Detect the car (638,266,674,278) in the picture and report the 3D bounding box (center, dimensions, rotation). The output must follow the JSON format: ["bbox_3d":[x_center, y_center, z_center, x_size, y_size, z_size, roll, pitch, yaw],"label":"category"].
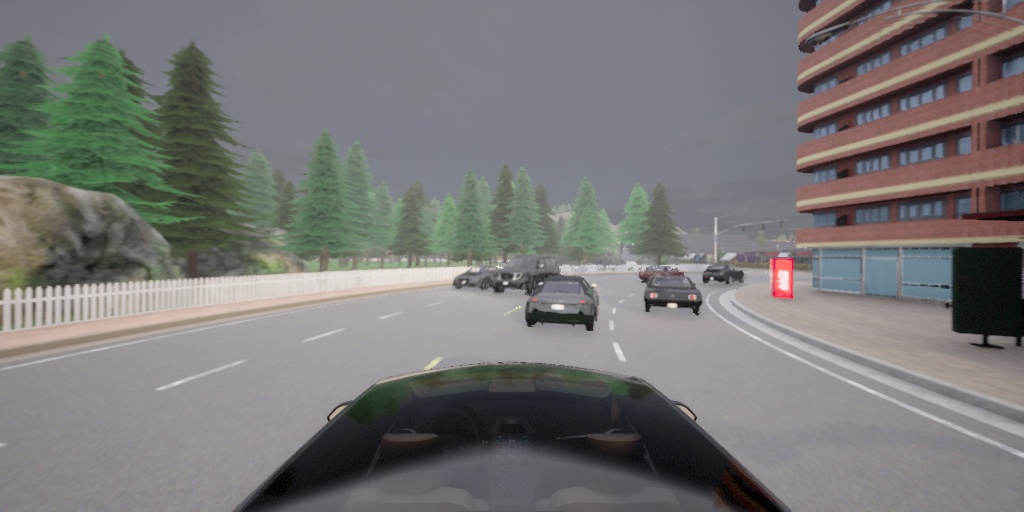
[{"bbox_3d":[12.107,1.479,28.883,4.718,1.301,1.895,1,0,-45],"label":"car"}]

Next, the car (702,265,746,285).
[{"bbox_3d":[16.681,1.432,28.183,4.892,1.490,1.837,1,-1,-40],"label":"car"}]

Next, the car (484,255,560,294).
[{"bbox_3d":[0.937,0.980,19.855,2.150,2.045,5.566,0,0,27],"label":"car"}]

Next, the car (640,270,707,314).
[{"bbox_3d":[6.288,1.417,14.324,1.895,1.301,4.718,1,0,21],"label":"car"}]

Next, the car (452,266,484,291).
[{"bbox_3d":[-1.776,1.293,21.878,1.994,1.385,4.181,1,0,28],"label":"car"}]

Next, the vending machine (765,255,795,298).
[{"bbox_3d":[13.095,1.085,17.402,1.100,2.100,0.880,0,0,33],"label":"vending machine"}]

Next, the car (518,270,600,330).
[{"bbox_3d":[1.726,1.332,11.462,1.994,1.385,4.181,1,0,15],"label":"car"}]
